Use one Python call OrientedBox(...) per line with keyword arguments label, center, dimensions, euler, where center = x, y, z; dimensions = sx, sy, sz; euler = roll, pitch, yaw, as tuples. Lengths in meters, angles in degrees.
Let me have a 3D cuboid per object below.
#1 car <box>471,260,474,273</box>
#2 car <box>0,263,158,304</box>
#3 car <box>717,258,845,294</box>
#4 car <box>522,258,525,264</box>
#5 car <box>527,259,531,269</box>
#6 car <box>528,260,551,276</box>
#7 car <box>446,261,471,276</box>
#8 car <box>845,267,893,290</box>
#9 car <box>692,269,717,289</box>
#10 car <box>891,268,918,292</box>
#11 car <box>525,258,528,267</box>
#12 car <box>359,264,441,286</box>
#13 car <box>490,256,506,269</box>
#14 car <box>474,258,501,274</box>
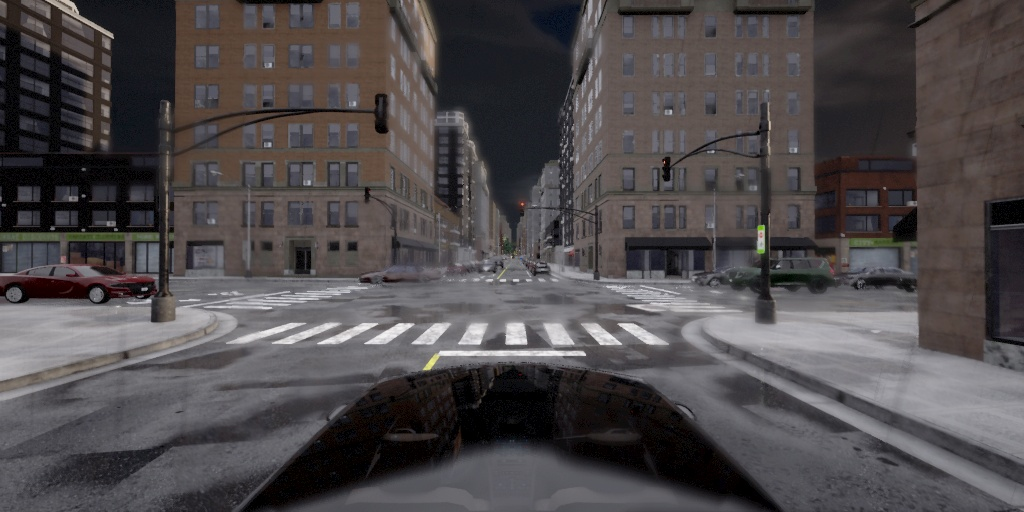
OrientedBox(label="car", center=(-5.491, 1.319, 41.896), dimensions=(1.948, 1.339, 4.313), euler=(0, 0, 1))
OrientedBox(label="car", center=(-17.440, 1.062, 14.552), dimensions=(5.008, 1.535, 1.882), euler=(0, -1, -1))
OrientedBox(label="car", center=(15.615, 1.105, 21.045), dimensions=(5.566, 2.045, 2.150), euler=(0, -1, 0))
OrientedBox(label="car", center=(3.306, 1.315, 63.918), dimensions=(1.948, 1.339, 4.313), euler=(0, 0, 1))
OrientedBox(label="car", center=(3.035, 1.297, 41.796), dimensions=(1.888, 1.381, 4.507), euler=(0, 0, 1))
OrientedBox(label="car", center=(2.967, 1.318, 36.266), dimensions=(1.948, 1.339, 4.313), euler=(0, 0, 1))
OrientedBox(label="car", center=(-5.559, 1.336, 36.367), dimensions=(1.802, 1.307, 4.207), euler=(0, 0, 1))
OrientedBox(label="car", center=(24.230, 1.463, 24.235), dimensions=(4.902, 1.511, 2.128), euler=(0, -1, 0))
OrientedBox(label="car", center=(14.826, 1.401, 24.292), dimensions=(4.902, 1.511, 2.128), euler=(0, -1, 2))
OrientedBox(label="car", center=(25.717, 1.550, 20.979), dimensions=(4.718, 1.301, 1.895), euler=(0, -1, 0))
OrientedBox(label="car", center=(3.102, 1.302, 47.327), dimensions=(2.007, 1.370, 4.403), euler=(0, 0, 1))
OrientedBox(label="car", center=(-7.700, 1.296, 24.946), dimensions=(5.357, 1.411, 2.033), euler=(0, 0, -25))
OrientedBox(label="car", center=(-2.510, 0.975, 58.875), dimensions=(2.150, 2.045, 5.566), euler=(0, 0, 1))
OrientedBox(label="car", center=(-2.744, 1.245, 41.078), dimensions=(2.128, 1.511, 4.902), euler=(0, 0, 1))
